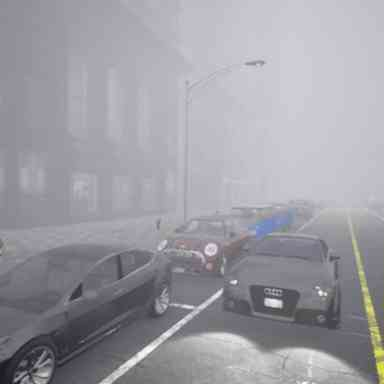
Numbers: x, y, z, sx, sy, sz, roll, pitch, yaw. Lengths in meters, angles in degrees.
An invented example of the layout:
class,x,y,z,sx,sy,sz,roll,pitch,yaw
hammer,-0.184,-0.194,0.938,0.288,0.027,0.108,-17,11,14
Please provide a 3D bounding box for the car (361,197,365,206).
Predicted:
class,x,y,z,sx,sy,sz,roll,pitch,yaw
car,36.437,2.225,68.253,1.967,1.590,4.097,0,0,25

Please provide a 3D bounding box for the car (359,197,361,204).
class,x,y,z,sx,sy,sz,roll,pitch,yaw
car,41.127,2.450,78.502,2.008,1.369,4.403,0,0,25

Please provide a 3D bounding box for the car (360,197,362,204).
class,x,y,z,sx,sy,sz,roll,pitch,yaw
car,38.852,2.369,73.532,1.752,1.417,4.829,0,0,25

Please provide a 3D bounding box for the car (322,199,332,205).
class,x,y,z,sx,sy,sz,roll,pitch,yaw
car,33.372,2.374,82.040,1.947,1.339,4.313,0,0,25

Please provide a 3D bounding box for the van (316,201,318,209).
class,x,y,z,sx,sy,sz,roll,pitch,yaw
van,12.262,1.644,35.915,1.690,1.788,3.998,1,0,25

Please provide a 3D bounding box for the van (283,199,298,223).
class,x,y,z,sx,sy,sz,roll,pitch,yaw
van,5.224,1.486,20.541,1.690,1.788,3.998,1,0,25

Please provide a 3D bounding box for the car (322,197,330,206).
class,x,y,z,sx,sy,sz,roll,pitch,yaw
car,23.988,2.147,61.540,1.947,1.339,4.313,0,0,25

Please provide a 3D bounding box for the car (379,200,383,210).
class,x,y,z,sx,sy,sz,roll,pitch,yaw
car,20.019,1.709,32.380,2.192,1.841,5.009,0,0,25

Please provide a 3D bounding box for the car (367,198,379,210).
class,x,y,z,sx,sy,sz,roll,pitch,yaw
car,29.470,2.141,53.033,1.752,1.417,4.829,0,0,25

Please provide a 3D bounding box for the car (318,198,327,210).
class,x,y,z,sx,sy,sz,roll,pitch,yaw
car,19.297,2.012,51.290,1.887,1.381,4.507,0,0,25

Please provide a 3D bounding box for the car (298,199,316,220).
class,x,y,z,sx,sy,sz,roll,pitch,yaw
car,9.916,1.564,30.791,2.192,1.841,5.009,1,0,25

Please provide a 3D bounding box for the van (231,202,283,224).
class,x,y,z,sx,sy,sz,roll,pitch,yaw
van,2.879,1.434,15.416,1.690,1.788,3.998,1,0,25

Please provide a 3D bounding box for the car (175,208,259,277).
class,x,y,z,sx,sy,sz,roll,pitch,yaw
car,0.532,1.482,10.291,1.967,1.590,4.097,1,0,25

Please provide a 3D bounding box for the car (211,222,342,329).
class,x,y,z,sx,sy,sz,roll,pitch,yaw
car,2.126,1.615,7.147,1.994,1.385,4.181,1,0,24

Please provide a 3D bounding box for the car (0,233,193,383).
class,x,y,z,sx,sy,sz,roll,pitch,yaw
car,-1.815,1.557,5.165,1.947,1.339,4.313,1,0,25

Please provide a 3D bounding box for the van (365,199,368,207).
class,x,y,z,sx,sy,sz,roll,pitch,yaw
van,31.746,2.012,58.004,1.690,1.788,3.998,0,0,25

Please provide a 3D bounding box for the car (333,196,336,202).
class,x,y,z,sx,sy,sz,roll,pitch,yaw
car,35.720,2.181,87.166,2.192,1.841,5.009,0,0,25

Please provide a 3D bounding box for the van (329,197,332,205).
class,x,y,z,sx,sy,sz,roll,pitch,yaw
van,28.682,2.036,71.791,1.690,1.788,3.998,0,0,25

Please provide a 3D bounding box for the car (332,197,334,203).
class,x,y,z,sx,sy,sz,roll,pitch,yaw
car,31.026,2.317,76.915,1.947,1.339,4.313,0,0,25
